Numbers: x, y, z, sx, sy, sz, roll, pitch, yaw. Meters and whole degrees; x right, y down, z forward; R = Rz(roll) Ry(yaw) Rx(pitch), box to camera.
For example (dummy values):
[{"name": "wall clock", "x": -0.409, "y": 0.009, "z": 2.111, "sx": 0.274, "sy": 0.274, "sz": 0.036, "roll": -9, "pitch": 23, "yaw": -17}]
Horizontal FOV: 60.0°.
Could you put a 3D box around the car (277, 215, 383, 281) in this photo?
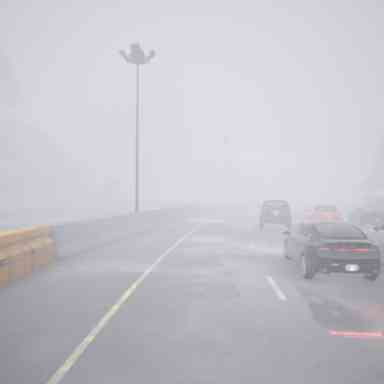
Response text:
[{"name": "car", "x": 4.081, "y": 1.646, "z": 10.389, "sx": 1.837, "sy": 1.490, "sz": 4.892, "roll": 0, "pitch": -2, "yaw": 6}]

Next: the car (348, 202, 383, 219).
[{"name": "car", "x": 13.431, "y": 1.839, "z": 25.493, "sx": 1.882, "sy": 1.535, "sz": 5.008, "roll": 0, "pitch": 0, "yaw": 12}]

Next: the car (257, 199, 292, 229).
[{"name": "car", "x": 6.032, "y": 1.551, "z": 24.417, "sx": 2.150, "sy": 2.045, "sz": 5.566, "roll": 0, "pitch": 0, "yaw": 12}]

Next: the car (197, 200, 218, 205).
[{"name": "car", "x": 3.259, "y": 2.271, "z": 61.640, "sx": 1.882, "sy": 1.535, "sz": 5.008, "roll": 0, "pitch": -1, "yaw": 25}]

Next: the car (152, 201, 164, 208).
[{"name": "car", "x": -6.220, "y": 2.384, "z": 66.221, "sx": 1.994, "sy": 1.385, "sz": 4.181, "roll": 0, "pitch": -1, "yaw": 25}]

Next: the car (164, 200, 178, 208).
[{"name": "car", "x": -3.008, "y": 2.319, "z": 64.812, "sx": 1.837, "sy": 1.490, "sz": 4.892, "roll": 0, "pitch": -1, "yaw": 25}]

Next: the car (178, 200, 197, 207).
[{"name": "car", "x": -0.099, "y": 2.346, "z": 62.762, "sx": 2.033, "sy": 1.411, "sz": 5.357, "roll": 0, "pitch": -1, "yaw": 25}]

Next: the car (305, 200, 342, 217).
[{"name": "car", "x": 9.703, "y": 1.694, "z": 24.814, "sx": 2.097, "sy": 1.767, "sz": 4.553, "roll": 0, "pitch": -1, "yaw": 12}]

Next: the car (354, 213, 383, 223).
[{"name": "car", "x": 7.771, "y": 1.700, "z": 11.952, "sx": 1.812, "sy": 1.442, "sz": 4.674, "roll": 0, "pitch": -1, "yaw": 6}]
